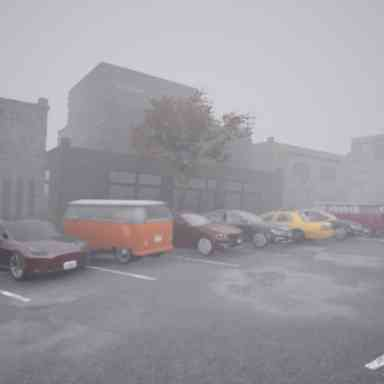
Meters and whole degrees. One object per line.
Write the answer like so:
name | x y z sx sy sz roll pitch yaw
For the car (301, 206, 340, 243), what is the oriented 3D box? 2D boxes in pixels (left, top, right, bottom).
car | 4.265 1.631 16.818 5.366 1.575 1.946 0 -2 35

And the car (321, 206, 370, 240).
car | 6.804 1.726 18.411 4.892 1.521 2.231 0 -2 35

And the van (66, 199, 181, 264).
van | -2.838 1.258 11.707 4.442 1.987 1.878 -1 -1 35

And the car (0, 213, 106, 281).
car | -5.103 1.501 9.921 4.792 1.488 2.163 -1 -1 35

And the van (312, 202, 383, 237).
van | 9.105 1.610 20.162 4.442 1.987 1.878 0 -2 35

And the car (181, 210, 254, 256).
car | -0.356 1.512 13.341 5.008 1.535 2.097 -1 -1 35

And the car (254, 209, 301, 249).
car | 2.032 1.564 15.033 4.892 1.521 2.231 -1 -1 35
